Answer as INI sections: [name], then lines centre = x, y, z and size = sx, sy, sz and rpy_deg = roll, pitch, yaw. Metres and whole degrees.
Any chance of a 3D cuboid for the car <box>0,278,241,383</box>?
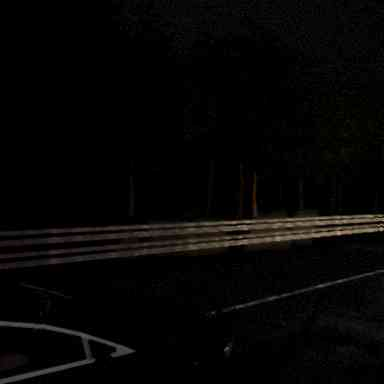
[car]
centre = -1.745, 1.492, 2.623
size = 4.902, 1.511, 2.128
rpy_deg = 1, -1, -36
